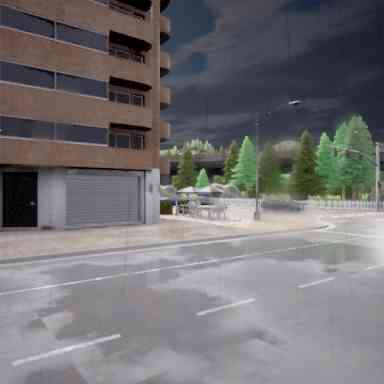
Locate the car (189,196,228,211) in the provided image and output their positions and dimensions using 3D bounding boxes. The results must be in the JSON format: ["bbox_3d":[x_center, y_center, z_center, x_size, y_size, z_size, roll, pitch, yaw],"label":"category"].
[{"bbox_3d":[2.161,1.290,39.340,2.097,1.767,4.553,0,0,-38],"label":"car"}]

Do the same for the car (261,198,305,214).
[{"bbox_3d":[9.568,1.428,35.217,2.128,1.511,4.902,0,0,-36],"label":"car"}]

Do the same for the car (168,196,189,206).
[{"bbox_3d":[-1.434,1.414,49.039,5.008,1.535,1.882,0,0,42],"label":"car"}]
